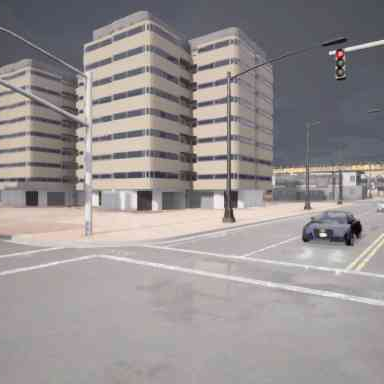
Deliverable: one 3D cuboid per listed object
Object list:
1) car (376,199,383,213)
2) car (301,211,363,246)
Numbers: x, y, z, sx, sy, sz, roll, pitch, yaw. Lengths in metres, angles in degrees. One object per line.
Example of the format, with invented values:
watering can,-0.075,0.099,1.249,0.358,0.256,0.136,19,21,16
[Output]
car,21.372,1.526,36.291,1.812,1.442,4.674,0,0,35
car,6.534,1.569,15.312,1.994,1.385,4.181,0,0,35
